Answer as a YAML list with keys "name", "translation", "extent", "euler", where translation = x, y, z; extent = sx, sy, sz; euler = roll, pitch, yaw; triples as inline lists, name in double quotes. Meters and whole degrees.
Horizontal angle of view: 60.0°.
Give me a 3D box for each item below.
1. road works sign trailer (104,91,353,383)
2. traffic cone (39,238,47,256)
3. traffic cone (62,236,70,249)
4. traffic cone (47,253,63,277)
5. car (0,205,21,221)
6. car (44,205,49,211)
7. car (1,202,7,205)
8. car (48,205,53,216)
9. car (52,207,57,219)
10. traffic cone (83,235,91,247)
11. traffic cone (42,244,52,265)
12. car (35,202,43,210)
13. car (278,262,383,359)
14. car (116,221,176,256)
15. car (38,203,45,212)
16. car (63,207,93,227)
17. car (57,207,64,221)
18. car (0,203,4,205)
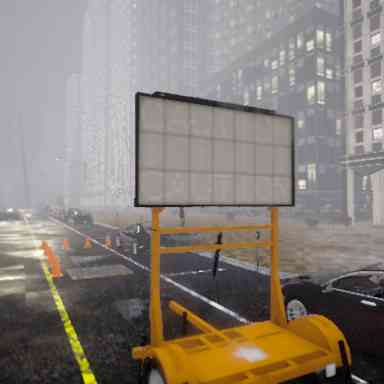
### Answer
- name: "road works sign trailer"
  translation: [0.298, 0.598, 4.497]
  extent: [2.380, 3.560, 2.880]
  euler: [1, -2, -27]
- name: "traffic cone"
  translation: [-5.952, 2.316, 13.581]
  extent: [0.340, 0.580, 0.340]
  euler: [1, -2, -28]
- name: "traffic cone"
  translation: [-5.993, 2.378, 15.815]
  extent: [0.340, 0.580, 0.340]
  euler: [1, -2, -28]
- name: "traffic cone"
  translation: [-4.097, 2.225, 10.038]
  extent: [0.340, 0.580, 0.340]
  euler: [1, -2, -28]
- name: "car"
  translation: [-20.565, 2.522, 37.693]
  extent: [2.033, 1.411, 5.357]
  euler: [1, -2, -27]
- name: "car"
  translation: [-20.634, 2.876, 50.200]
  extent: [2.008, 1.369, 4.403]
  euler: [2, -2, -28]
- name: "car"
  translation: [-46.536, 3.660, 81.607]
  extent: [2.008, 1.369, 4.403]
  euler: [2, -2, -28]
- name: "car"
  translation: [-17.997, 2.776, 45.160]
  extent: [1.802, 1.307, 4.206]
  euler: [2, -2, -28]
- name: "car"
  translation: [-15.358, 2.609, 40.123]
  extent: [1.887, 1.381, 4.507]
  euler: [2, -2, -28]
- name: "traffic cone"
  translation: [-5.107, 2.395, 16.279]
  extent: [0.340, 0.580, 0.340]
  euler: [1, -2, -28]
- name: "traffic cone"
  translation: [-5.024, 2.271, 11.810]
  extent: [0.340, 0.580, 0.340]
  euler: [1, -2, -28]
- name: "car"
  translation: [-33.903, 3.513, 75.544]
  extent: [1.752, 1.417, 4.829]
  euler: [2, -2, -28]
- name: "car"
  translation: [3.108, 1.706, 4.852]
  extent: [2.008, 1.369, 4.403]
  euler: [2, -2, -28]
- name: "car"
  translation: [-2.168, 1.965, 14.929]
  extent: [2.008, 1.369, 4.403]
  euler: [2, -2, -28]
- name: "car"
  translation: [-28.548, 3.286, 65.315]
  extent: [1.947, 1.339, 4.313]
  euler: [2, -2, -28]
- name: "car"
  translation: [-10.082, 2.355, 30.045]
  extent: [2.008, 1.369, 4.403]
  euler: [2, -2, -28]
- name: "car"
  translation: [-12.719, 2.374, 35.086]
  extent: [1.967, 1.590, 4.097]
  euler: [2, -2, -28]
- name: "car"
  translation: [-30.708, 2.862, 51.375]
  extent: [1.887, 1.381, 4.507]
  euler: [2, -2, -28]
